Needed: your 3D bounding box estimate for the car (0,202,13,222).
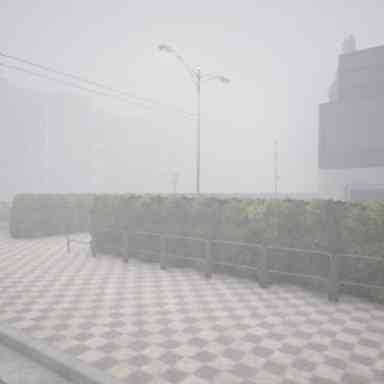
[{"bbox_3d":[-12.331,1.371,21.965,2.033,1.411,5.357,0,0,41],"label":"car"}]
